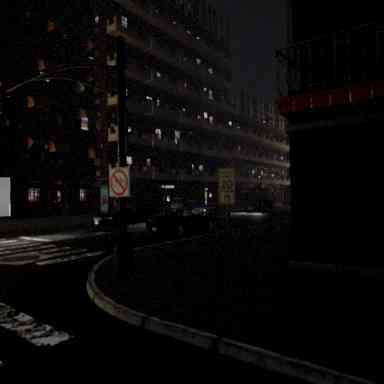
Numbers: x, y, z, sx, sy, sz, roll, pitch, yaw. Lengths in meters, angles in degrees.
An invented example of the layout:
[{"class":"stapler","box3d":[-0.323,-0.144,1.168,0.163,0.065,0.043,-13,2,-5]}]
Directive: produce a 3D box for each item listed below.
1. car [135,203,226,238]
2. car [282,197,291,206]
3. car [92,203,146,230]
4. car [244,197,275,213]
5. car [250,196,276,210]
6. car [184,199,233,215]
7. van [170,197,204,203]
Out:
[{"class":"car","box3d":[-0.433,1.433,16.780,2.008,1.369,4.403,-1,-1,36]},{"class":"car","box3d":[15.835,1.493,52.899,1.752,1.417,4.829,-1,-1,36]},{"class":"car","box3d":[-4.062,1.484,21.028,2.128,1.511,4.902,-1,-1,35]},{"class":"car","box3d":[7.508,1.475,37.082,1.812,1.442,4.674,-1,-1,36]},{"class":"car","box3d":[9.428,1.428,43.993,1.967,1.590,4.097,-1,-1,36]},{"class":"car","box3d":[1.689,1.570,29.004,1.895,1.301,4.718,-1,-1,36]},{"class":"van","box3d":[-0.330,1.362,30.425,1.690,1.788,3.998,-1,-1,36]}]
